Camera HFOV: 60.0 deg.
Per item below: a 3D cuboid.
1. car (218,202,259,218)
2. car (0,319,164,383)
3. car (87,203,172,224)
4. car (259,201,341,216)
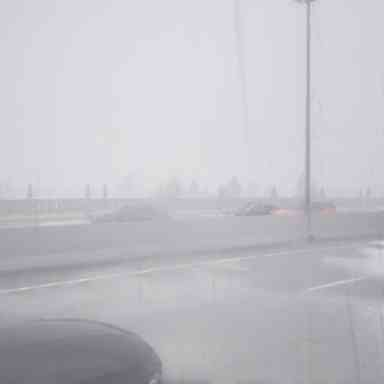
[{"bbox_3d":[4.013,1.428,22.160,4.902,1.511,2.128,0,0,-26],"label":"car"},{"bbox_3d":[-2.338,1.509,1.964,4.674,1.442,1.812,0,0,-36],"label":"car"},{"bbox_3d":[-4.036,1.456,21.896,5.357,1.411,2.033,0,0,-30],"label":"car"},{"bbox_3d":[6.576,1.307,19.507,4.553,1.767,2.097,0,0,-25],"label":"car"}]
